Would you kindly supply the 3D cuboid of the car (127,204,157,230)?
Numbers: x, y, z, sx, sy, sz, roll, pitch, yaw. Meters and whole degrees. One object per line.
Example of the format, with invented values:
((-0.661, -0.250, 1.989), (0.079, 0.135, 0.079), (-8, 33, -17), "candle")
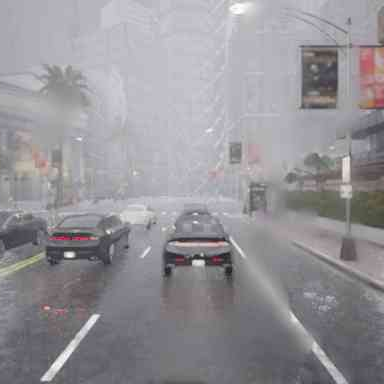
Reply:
((-3.292, 1.464, 20.586), (1.812, 1.442, 4.674), (0, 0, 0), "car")

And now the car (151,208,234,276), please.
((0.162, 1.460, 10.267), (2.128, 1.511, 4.902), (0, 0, 0), "car")

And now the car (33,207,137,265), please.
((-3.334, 1.468, 11.499), (1.837, 1.490, 4.892), (0, 0, 0), "car")

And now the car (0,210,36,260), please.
((-7.029, 1.453, 12.088), (2.128, 1.511, 4.902), (0, 0, 0), "car")

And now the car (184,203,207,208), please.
((0.206, 1.445, 20.415), (1.837, 1.490, 4.892), (0, 0, 0), "car")
